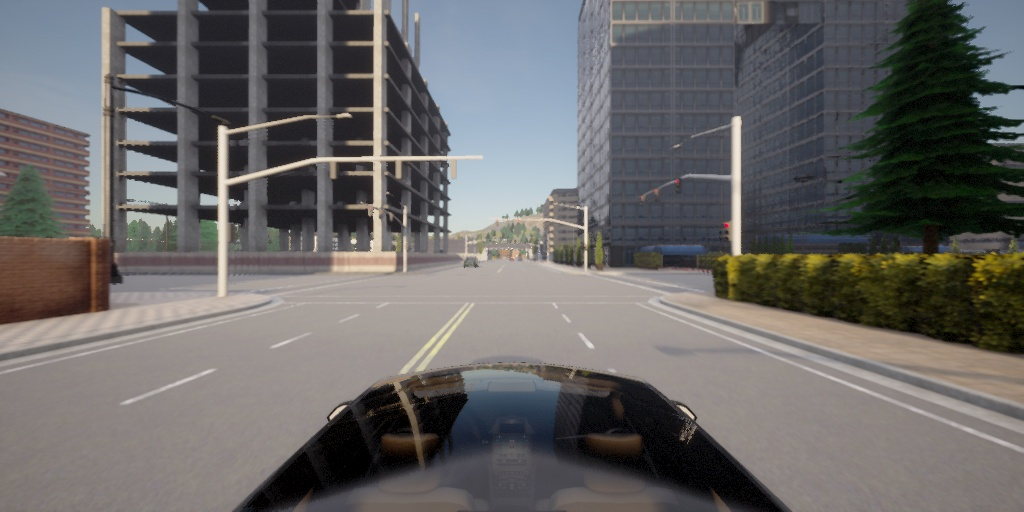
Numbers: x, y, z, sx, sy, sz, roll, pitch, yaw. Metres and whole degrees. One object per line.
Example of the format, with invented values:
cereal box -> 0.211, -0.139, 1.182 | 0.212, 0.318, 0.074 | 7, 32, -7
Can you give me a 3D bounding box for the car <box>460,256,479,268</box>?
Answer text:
car -> -7.019, 1.050, 61.879 | 2.150, 2.045, 5.566 | 0, 1, 0
